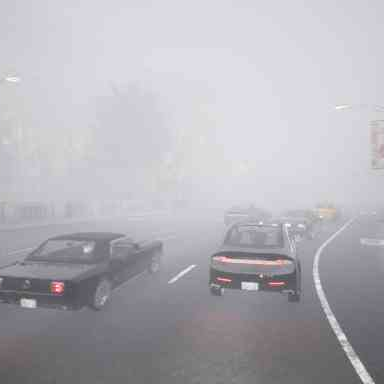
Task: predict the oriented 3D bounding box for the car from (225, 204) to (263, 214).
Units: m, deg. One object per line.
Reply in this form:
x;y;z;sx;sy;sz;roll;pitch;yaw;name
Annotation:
3.609;1.493;20.831;2.128;1.511;4.902;0;0;29;car

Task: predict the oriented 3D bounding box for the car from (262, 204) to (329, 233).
5.559;1.547;17.320;2.033;1.411;5.357;0;0;29;car

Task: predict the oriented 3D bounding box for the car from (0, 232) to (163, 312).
-2.220;1.601;7.795;1.895;1.301;4.718;0;0;14;car

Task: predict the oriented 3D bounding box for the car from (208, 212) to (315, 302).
1.695;1.492;8.368;2.128;1.511;4.902;0;0;15;car

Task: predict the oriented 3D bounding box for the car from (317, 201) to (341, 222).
10.584;1.456;26.274;1.801;1.575;5.366;0;0;30;car
